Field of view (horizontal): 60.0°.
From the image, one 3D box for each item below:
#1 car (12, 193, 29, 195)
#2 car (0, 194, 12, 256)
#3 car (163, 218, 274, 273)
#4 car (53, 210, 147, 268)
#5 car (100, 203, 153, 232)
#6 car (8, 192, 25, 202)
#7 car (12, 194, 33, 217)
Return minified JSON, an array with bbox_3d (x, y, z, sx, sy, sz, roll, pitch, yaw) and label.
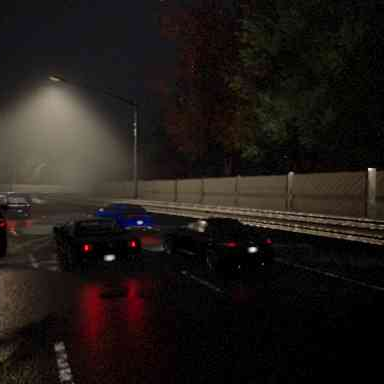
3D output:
[{"bbox_3d":[-21.440,0.891,41.575,2.097,1.767,4.553,1,0,-37],"label":"car"},{"bbox_3d":[-7.879,1.068,11.862,2.150,2.045,5.566,1,0,-31],"label":"car"},{"bbox_3d":[0.675,1.520,10.776,1.994,1.385,4.181,1,0,-29],"label":"car"},{"bbox_3d":[-3.388,1.506,11.136,1.895,1.301,4.718,1,0,-30],"label":"car"},{"bbox_3d":[-3.911,1.341,18.551,1.882,1.535,5.008,1,0,-33],"label":"car"},{"bbox_3d":[-30.129,0.838,57.208,1.882,1.535,5.008,0,0,-20],"label":"car"},{"bbox_3d":[-14.396,1.188,26.749,2.128,1.511,4.902,0,0,-39],"label":"car"}]
